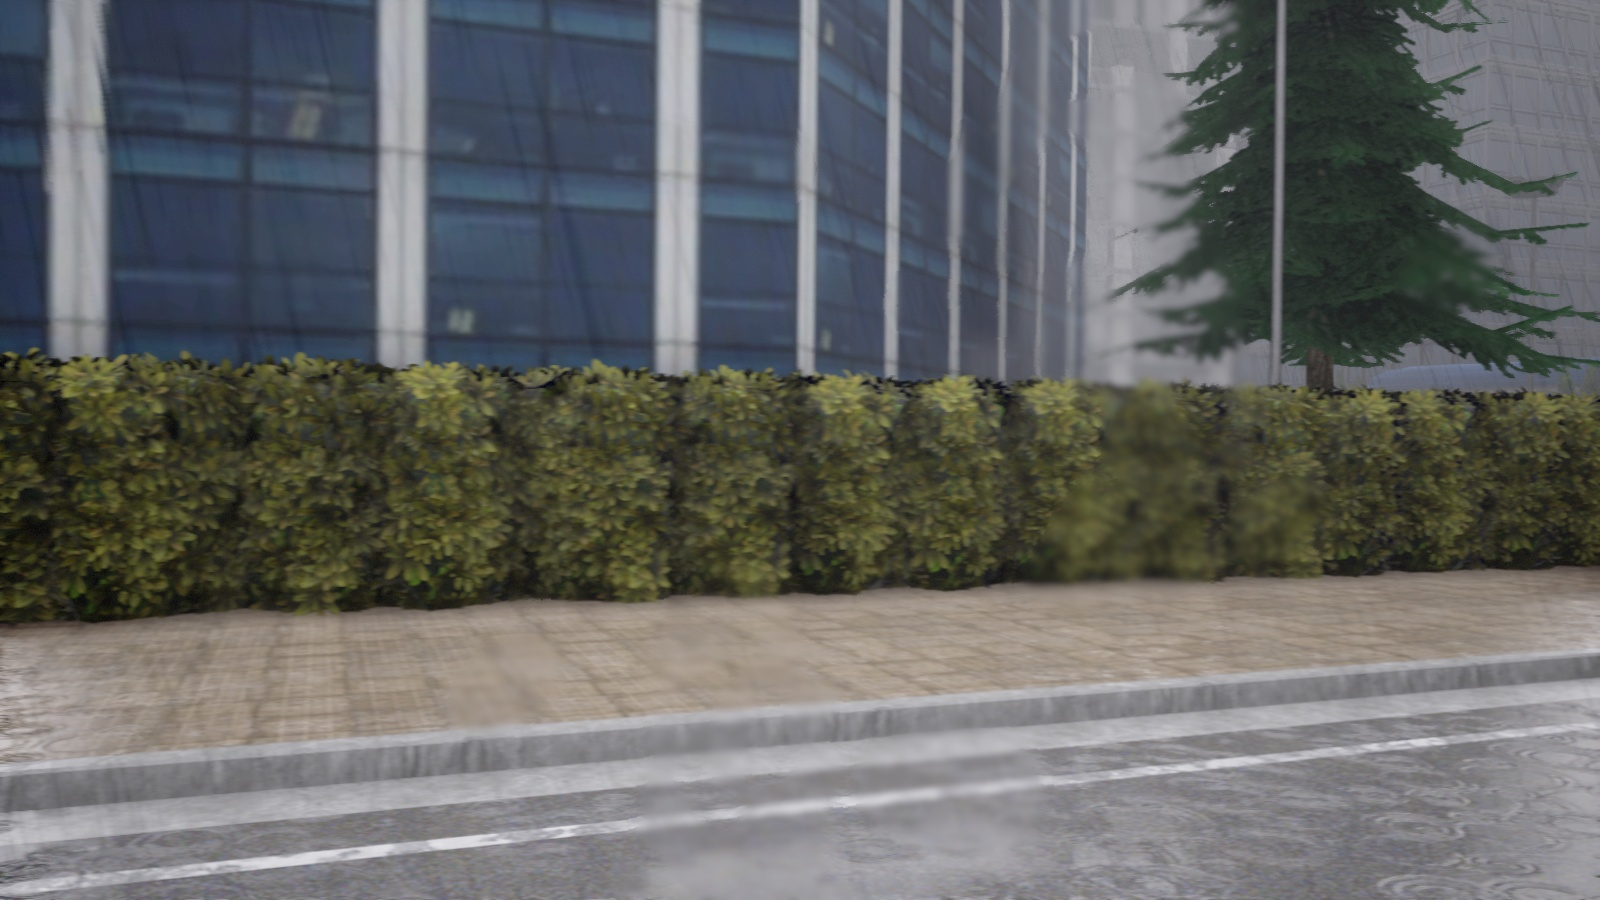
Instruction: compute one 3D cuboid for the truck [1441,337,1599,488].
[{"bbox_3d":[19.504,-0.879,29.588,2.891,3.462,7.936,-1,1,-21],"label":"truck"}]
